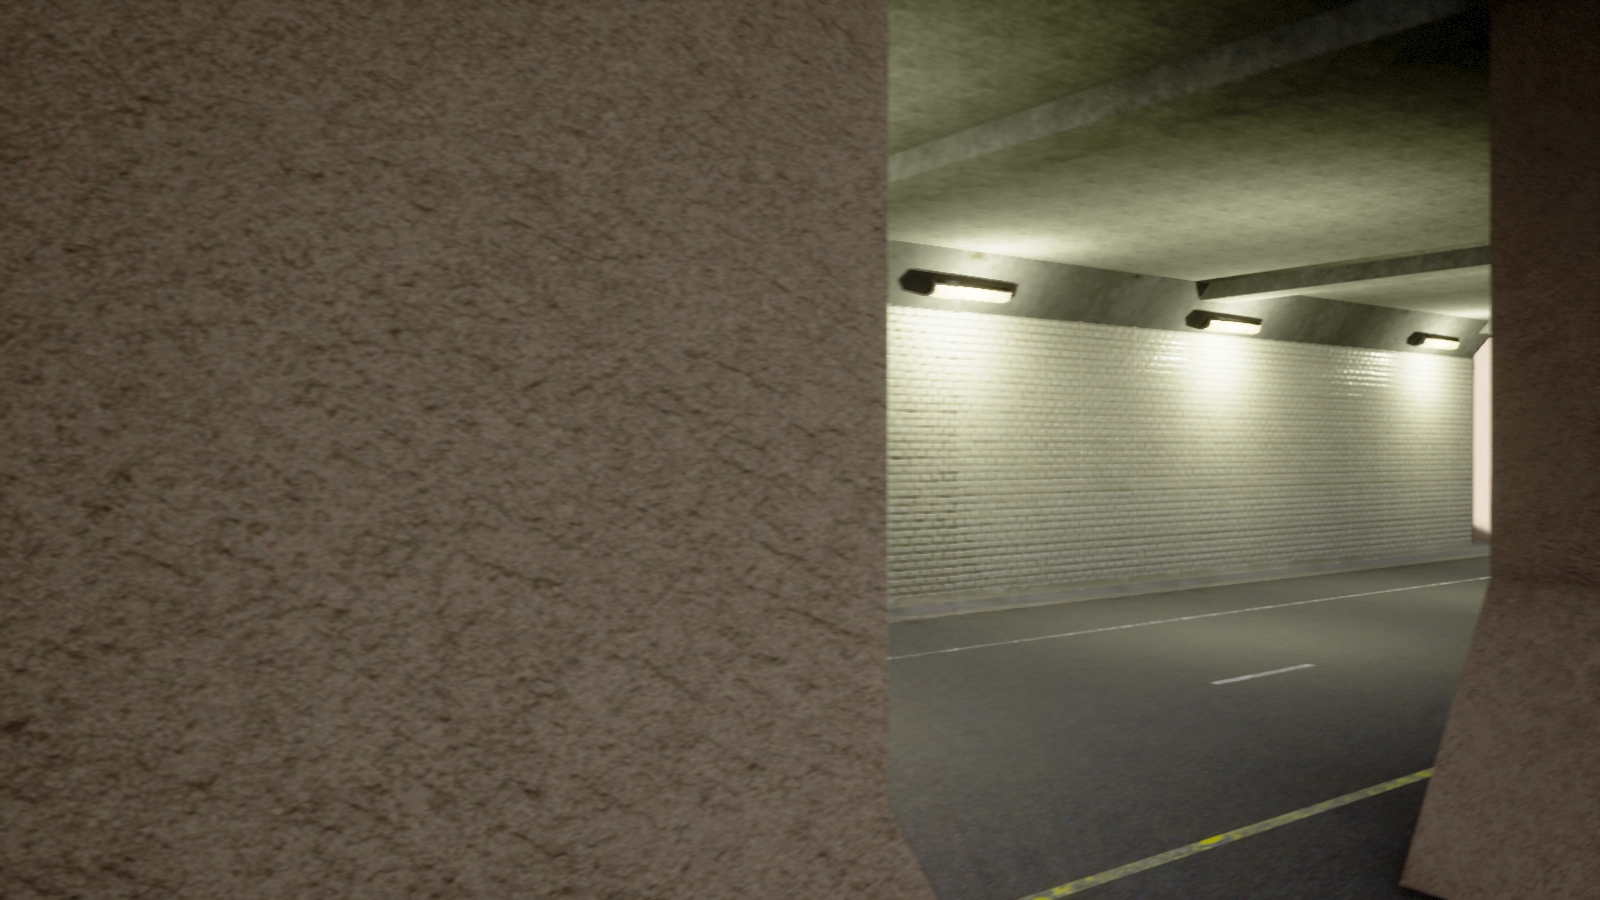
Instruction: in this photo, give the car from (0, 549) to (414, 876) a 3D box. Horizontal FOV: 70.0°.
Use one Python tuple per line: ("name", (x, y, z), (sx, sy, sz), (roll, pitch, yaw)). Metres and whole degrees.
("car", (-5.179, 1.857, 8.703), (3.866, 1.878, 1.905), (0, 0, -35))
